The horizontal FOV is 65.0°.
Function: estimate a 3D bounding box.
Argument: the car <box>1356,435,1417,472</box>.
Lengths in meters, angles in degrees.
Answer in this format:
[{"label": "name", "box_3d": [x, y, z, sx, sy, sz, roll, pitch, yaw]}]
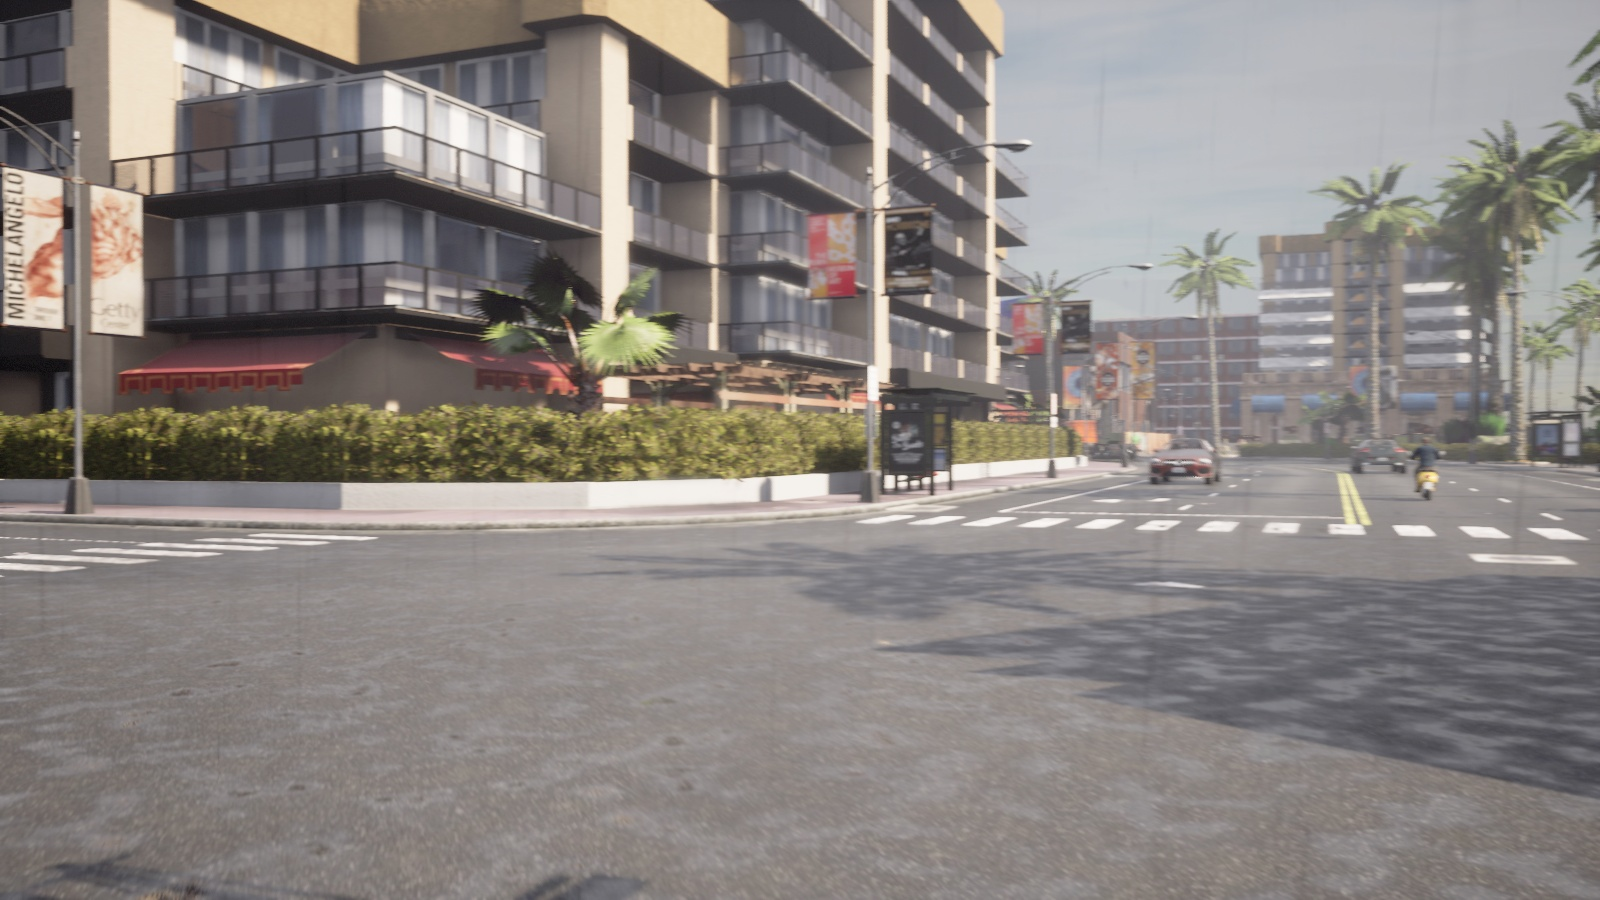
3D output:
[{"label": "car", "box_3d": [27.486, 0.144, 59.013, 2.152, 1.651, 5.027, 0, 0, 20]}]

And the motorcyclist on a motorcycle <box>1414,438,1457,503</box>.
[{"label": "motorcyclist on a motorcycle", "box_3d": [16.046, 0.493, 31.748, 0.866, 1.590, 1.817, 0, 0, 23]}]

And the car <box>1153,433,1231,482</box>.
[{"label": "car", "box_3d": [14.049, 0.247, 44.840, 2.152, 1.651, 5.027, 0, 0, 23]}]
